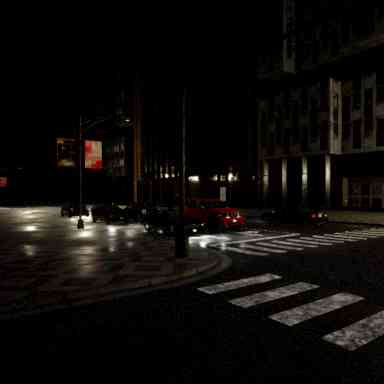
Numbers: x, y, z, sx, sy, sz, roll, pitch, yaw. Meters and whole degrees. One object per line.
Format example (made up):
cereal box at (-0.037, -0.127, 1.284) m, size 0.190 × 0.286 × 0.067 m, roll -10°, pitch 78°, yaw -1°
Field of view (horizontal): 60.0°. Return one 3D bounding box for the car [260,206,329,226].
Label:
car at (7.510, 1.721, 24.954) m, size 2.033 × 1.411 × 5.357 m, roll 0°, pitch -1°, yaw -30°

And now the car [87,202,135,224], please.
car at (-7.089, 1.855, 28.629) m, size 1.882 × 1.535 × 5.008 m, roll 0°, pitch -1°, yaw -36°

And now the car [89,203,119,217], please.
car at (-10.357, 2.023, 38.783) m, size 1.812 × 1.442 × 4.674 m, roll 0°, pitch -1°, yaw -35°

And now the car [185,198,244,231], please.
car at (1.088, 1.455, 22.838) m, size 2.150 × 2.045 × 5.566 m, roll 0°, pitch -1°, yaw -34°

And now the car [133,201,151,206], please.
car at (-4.571, 1.716, 30.700) m, size 2.097 × 1.767 × 4.553 m, roll 0°, pitch -1°, yaw -36°

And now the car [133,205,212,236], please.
car at (-1.396, 1.793, 20.680) m, size 2.033 × 1.411 × 5.357 m, roll 0°, pitch -1°, yaw -36°

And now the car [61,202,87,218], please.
car at (-13.003, 1.866, 36.898) m, size 2.097 × 1.767 × 4.553 m, roll 0°, pitch -1°, yaw -36°
